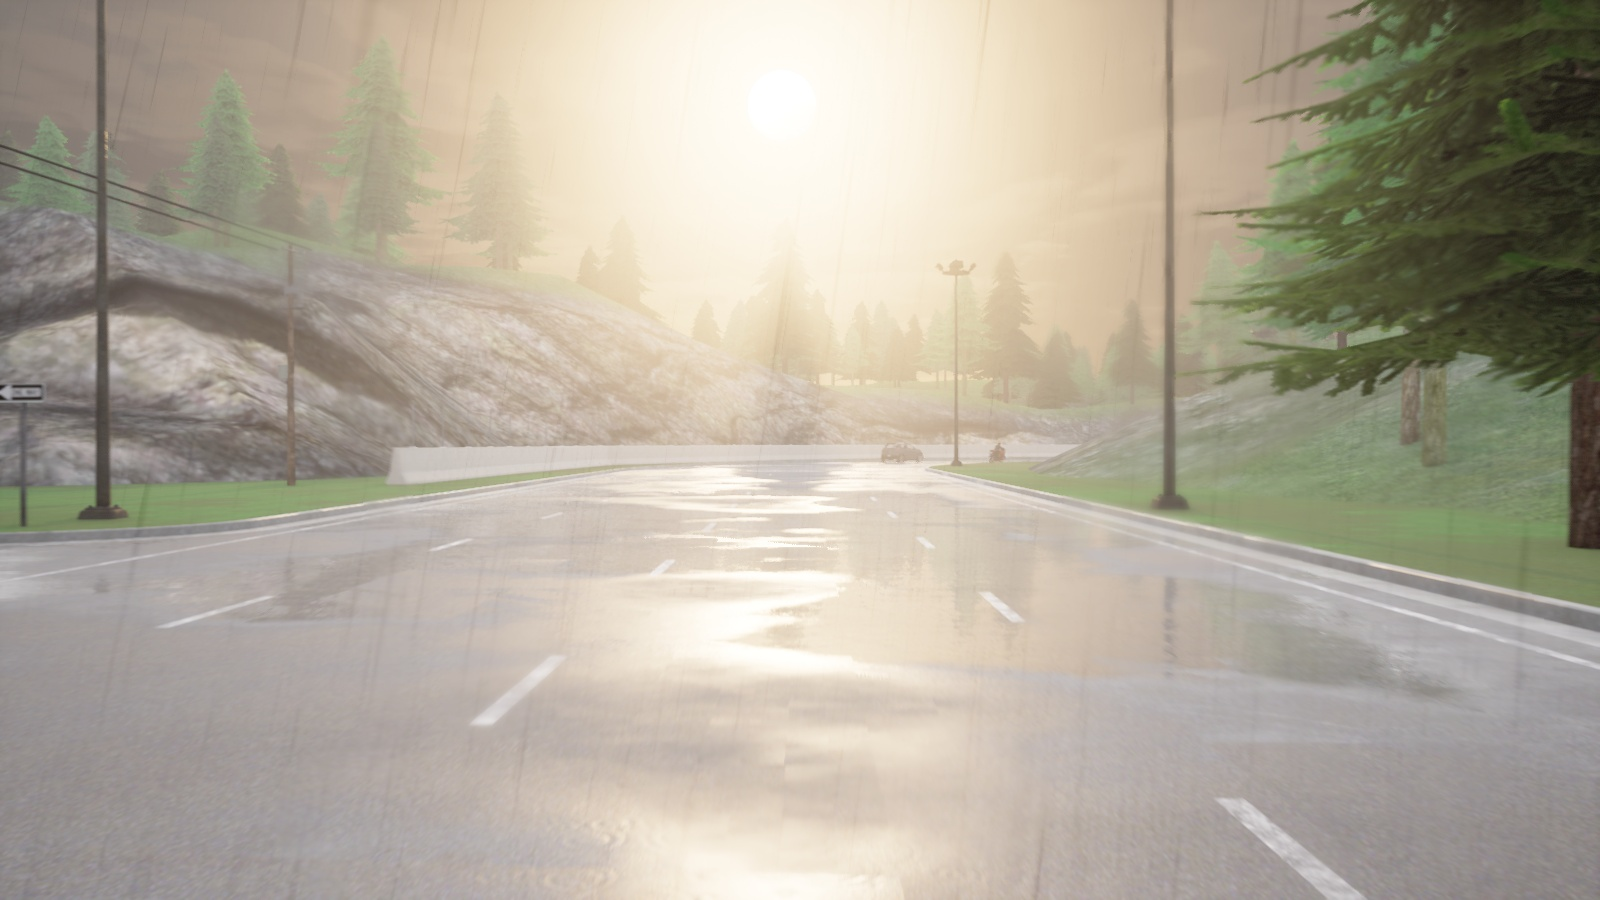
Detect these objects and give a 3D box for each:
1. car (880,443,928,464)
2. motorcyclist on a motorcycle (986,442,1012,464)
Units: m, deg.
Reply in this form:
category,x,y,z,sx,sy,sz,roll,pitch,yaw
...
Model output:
category,x,y,z,sx,sy,sz,roll,pitch,yaw
car,7.791,0.240,93.779,1.845,1.501,3.633,0,0,40
motorcyclist on a motorcycle,14.400,0.230,90.748,0.797,1.523,2.044,3,2,43
